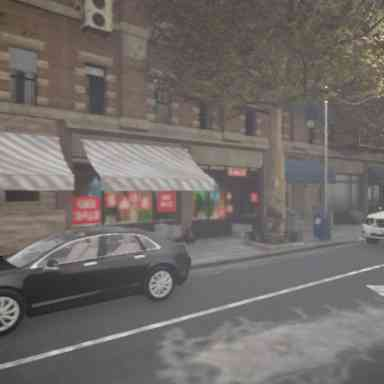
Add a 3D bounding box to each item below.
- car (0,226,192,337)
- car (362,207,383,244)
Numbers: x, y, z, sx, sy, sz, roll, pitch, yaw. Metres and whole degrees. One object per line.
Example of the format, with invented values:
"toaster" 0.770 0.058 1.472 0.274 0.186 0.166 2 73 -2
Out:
"car" -2.274 1.480 6.712 4.892 1.521 2.231 0 0 -36
"car" 9.758 1.222 14.583 5.566 2.045 2.435 0 0 -36
